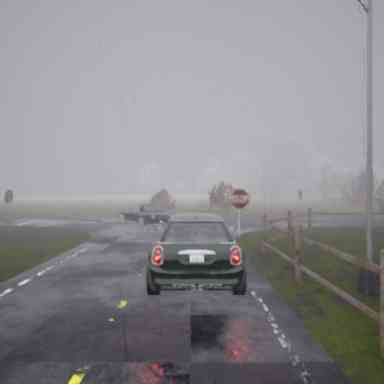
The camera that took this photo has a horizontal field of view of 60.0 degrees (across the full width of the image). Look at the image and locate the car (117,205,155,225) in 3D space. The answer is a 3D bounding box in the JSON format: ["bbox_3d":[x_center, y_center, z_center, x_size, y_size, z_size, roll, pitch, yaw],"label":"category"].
[{"bbox_3d":[-3.246,1.524,22.265,1.895,1.301,4.718,0,0,-37],"label":"car"}]

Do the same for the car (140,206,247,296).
[{"bbox_3d":[0.098,1.322,8.728,2.097,1.767,4.553,0,0,0],"label":"car"}]
